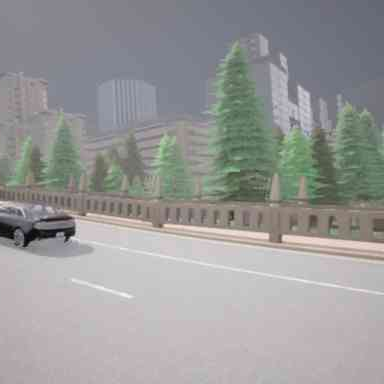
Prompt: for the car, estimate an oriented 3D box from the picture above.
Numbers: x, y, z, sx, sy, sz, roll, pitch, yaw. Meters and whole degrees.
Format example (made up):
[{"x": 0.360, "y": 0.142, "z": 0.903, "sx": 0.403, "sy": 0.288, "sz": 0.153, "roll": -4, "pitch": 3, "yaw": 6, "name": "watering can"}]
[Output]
[{"x": -6.538, "y": 1.143, "z": 12.951, "sx": 4.902, "sy": 1.511, "sz": 2.128, "roll": 4, "pitch": 2, "yaw": 35, "name": "car"}]
